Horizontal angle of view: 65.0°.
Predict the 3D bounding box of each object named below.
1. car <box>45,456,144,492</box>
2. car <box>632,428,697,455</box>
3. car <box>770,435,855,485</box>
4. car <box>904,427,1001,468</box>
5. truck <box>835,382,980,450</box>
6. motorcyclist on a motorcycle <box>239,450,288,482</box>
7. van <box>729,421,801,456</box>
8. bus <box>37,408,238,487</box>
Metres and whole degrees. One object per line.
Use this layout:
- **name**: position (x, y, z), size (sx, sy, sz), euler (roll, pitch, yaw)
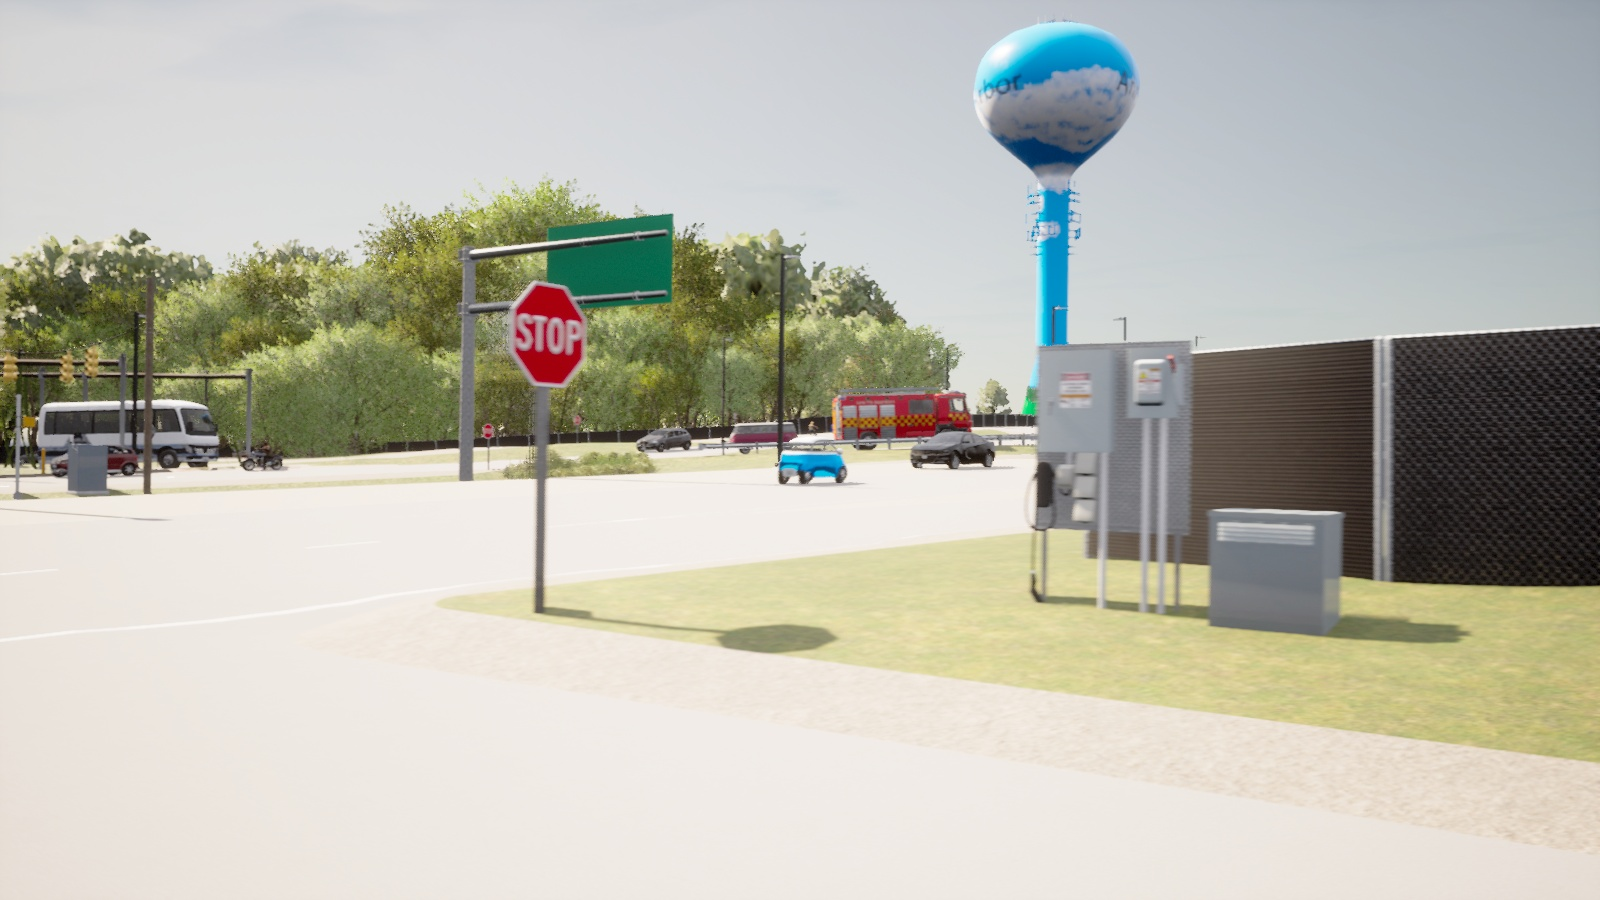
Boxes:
- **car**: position (-33.939, 1.131, 60.479), size (1.789, 1.549, 3.705), euler (0, 1, 33)
- **car**: position (-10.044, -0.638, 93.246), size (2.242, 1.667, 4.611), euler (0, 4, 35)
- **car**: position (0.374, 0.276, 36.529), size (1.481, 1.376, 2.207), euler (0, 1, 34)
- **car**: position (6.337, -0.130, 51.664), size (1.882, 1.535, 5.008), euler (0, 1, 34)
- **truck**: position (6.683, -2.110, 78.577), size (8.468, 3.827, 2.891), euler (-3, 1, -10)
- **motorcyclist on a motorcycle**: position (-29.020, 0.843, 67.923), size (0.766, 1.649, 2.350), euler (0, 2, 35)
- **van**: position (-2.276, -0.736, 80.921), size (4.442, 1.987, 1.775), euler (-3, 0, -7)
- **bus**: position (-39.853, -0.125, 75.736), size (10.273, 4.253, 3.944), euler (-2, 0, 8)
